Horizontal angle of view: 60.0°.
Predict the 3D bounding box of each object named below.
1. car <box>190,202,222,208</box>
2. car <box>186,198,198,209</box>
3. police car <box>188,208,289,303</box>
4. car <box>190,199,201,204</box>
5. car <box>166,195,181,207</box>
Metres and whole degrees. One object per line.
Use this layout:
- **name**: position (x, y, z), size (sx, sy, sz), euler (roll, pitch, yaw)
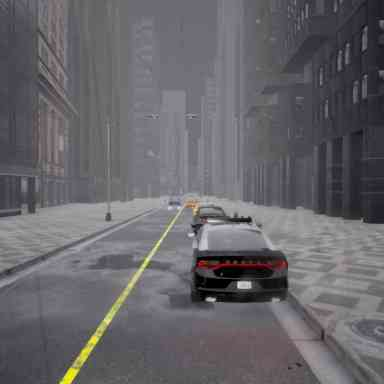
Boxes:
- **car**: position (0.962, 1.514, 18.302), size (1.837, 1.490, 4.892), euler (0, 0, 0)
- **car**: position (0.190, 1.530, 47.070), size (1.882, 1.535, 5.008), euler (0, 0, 1)
- **police car**: position (0.927, 1.426, 8.411), size (1.930, 1.638, 5.238), euler (0, 0, 0)
- **car**: position (0.984, 1.495, 24.303), size (1.882, 1.535, 5.008), euler (0, 0, 0)
- **car**: position (-2.810, 1.543, 54.390), size (1.882, 1.535, 5.008), euler (0, 0, 0)
